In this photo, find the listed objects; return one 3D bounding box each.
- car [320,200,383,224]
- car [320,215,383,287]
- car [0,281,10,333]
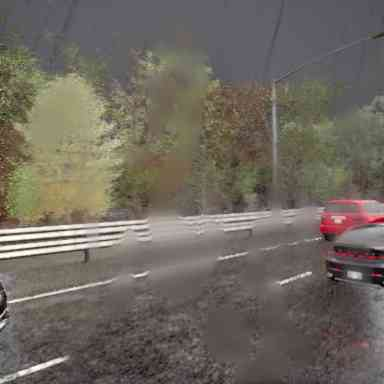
[{"bbox_3d":[8.573,1.413,16.966,5.566,2.045,2.150,0,-2,-44],"label":"car"},{"bbox_3d":[5.360,1.598,9.059,4.892,1.490,1.837,0,-1,-44],"label":"car"},{"bbox_3d":[-4.950,1.574,3.950,4.902,1.511,2.128,-2,9,-44],"label":"car"}]
